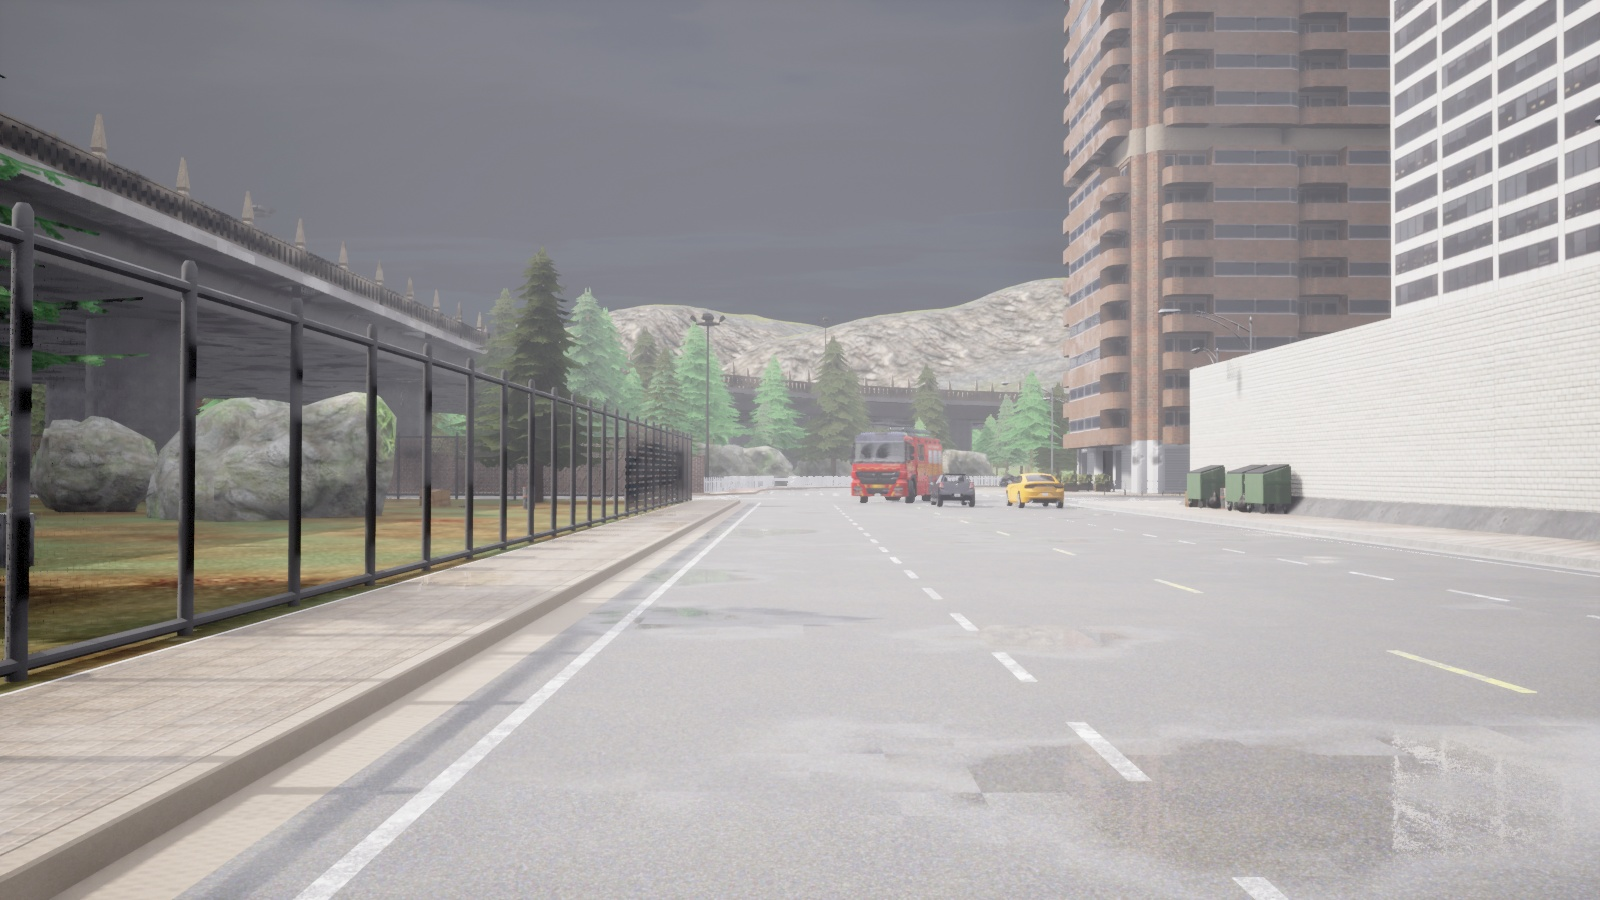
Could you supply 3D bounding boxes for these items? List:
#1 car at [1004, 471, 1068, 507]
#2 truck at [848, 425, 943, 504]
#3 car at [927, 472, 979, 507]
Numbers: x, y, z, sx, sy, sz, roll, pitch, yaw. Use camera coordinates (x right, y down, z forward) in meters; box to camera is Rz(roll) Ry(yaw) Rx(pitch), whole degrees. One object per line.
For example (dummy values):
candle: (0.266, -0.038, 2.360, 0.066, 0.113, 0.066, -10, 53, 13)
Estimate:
car: (10.344, 1.679, 55.419, 1.882, 1.535, 5.008, 0, -1, 0)
truck: (5.092, 0.768, 65.148, 2.891, 3.827, 8.468, -1, -1, 19)
car: (6.842, 1.746, 56.417, 1.845, 1.501, 3.633, 0, -1, 0)
